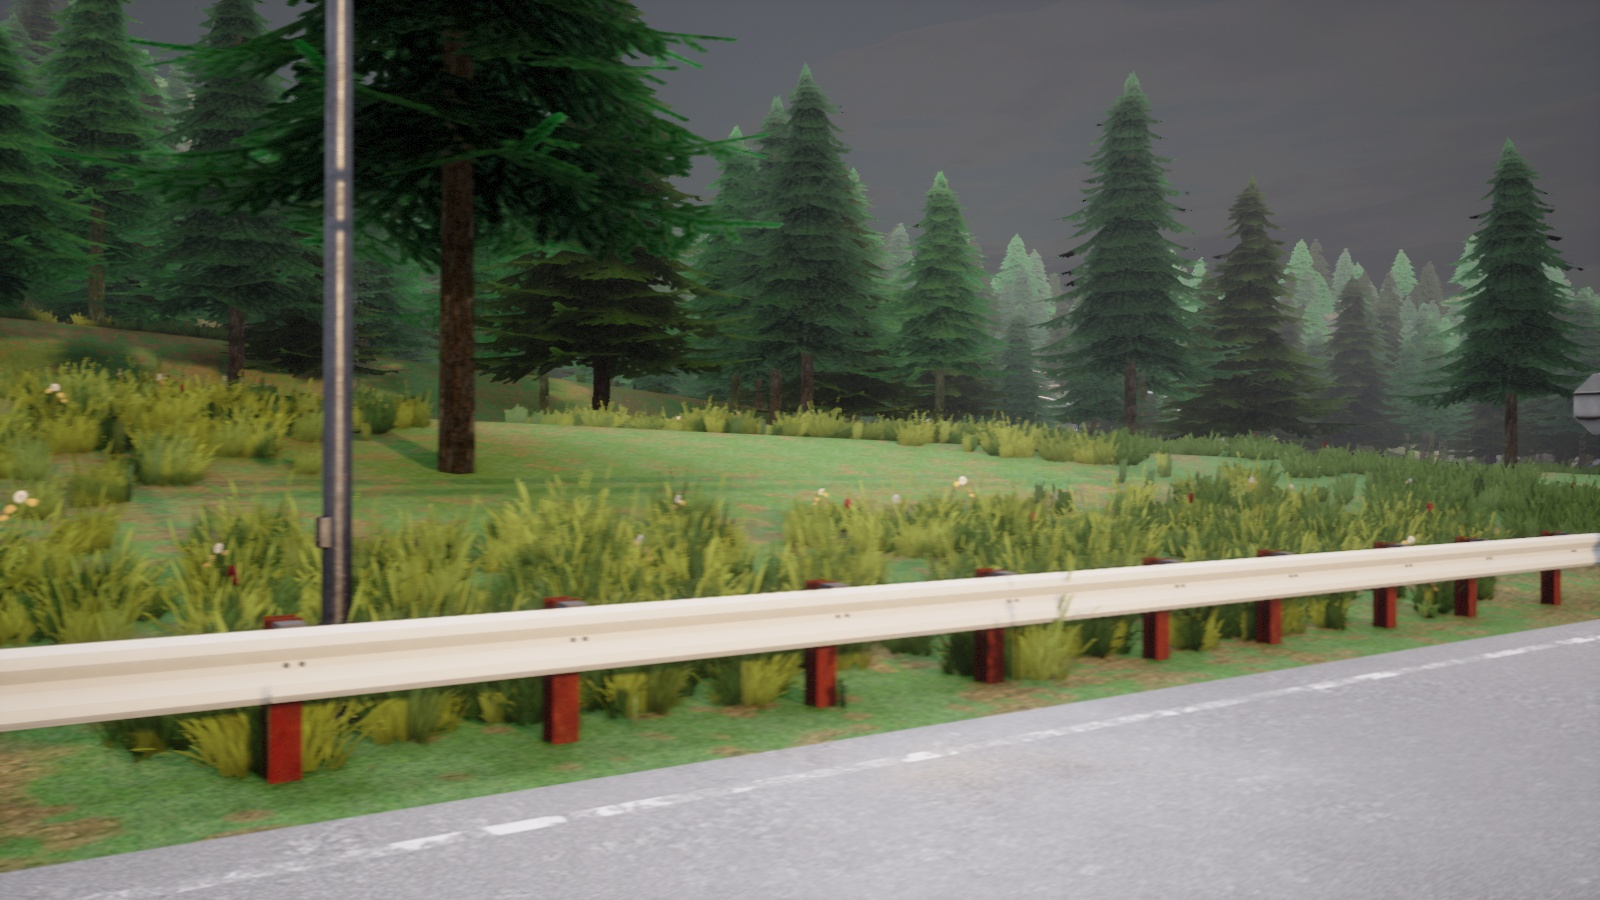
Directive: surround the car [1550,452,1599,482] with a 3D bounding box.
[{"bbox_3d":[41.390,0.864,64.122,1.882,1.535,5.008,0,0,-36],"label":"car"}]
